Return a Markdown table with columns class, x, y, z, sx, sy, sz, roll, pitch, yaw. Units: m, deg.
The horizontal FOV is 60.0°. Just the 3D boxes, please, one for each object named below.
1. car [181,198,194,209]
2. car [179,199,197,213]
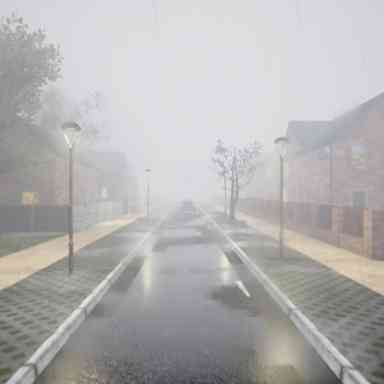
| class | x | y | z | sx | sy | sz | roll | pitch | yaw |
| --- | --- | --- | --- | --- | --- | --- | --- | --- | --- |
| car | -0.680 | 1.687 | 48.682 | 1.812 | 1.442 | 4.674 | 0 | 0 | -1 |
| car | -0.520 | 1.653 | 38.704 | 1.812 | 1.442 | 4.674 | 0 | 0 | -1 |
